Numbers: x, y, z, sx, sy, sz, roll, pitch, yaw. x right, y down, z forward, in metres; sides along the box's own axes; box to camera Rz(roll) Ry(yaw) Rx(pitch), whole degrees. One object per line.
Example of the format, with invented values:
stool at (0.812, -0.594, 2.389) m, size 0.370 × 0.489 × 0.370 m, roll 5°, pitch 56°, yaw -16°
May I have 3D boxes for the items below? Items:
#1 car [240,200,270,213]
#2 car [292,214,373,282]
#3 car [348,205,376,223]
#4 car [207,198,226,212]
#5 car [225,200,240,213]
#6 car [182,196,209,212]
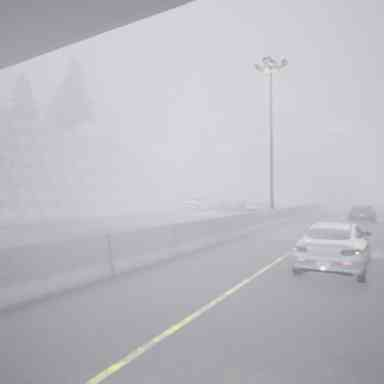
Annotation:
car at (7.461, 1.779, 37.472) m, size 1.882 × 1.535 × 5.008 m, roll -1°, pitch -1°, yaw 30°
car at (4.281, 1.592, 10.015) m, size 1.812 × 1.442 × 4.674 m, roll -1°, pitch -1°, yaw 29°
car at (13.897, 1.725, 27.132) m, size 1.994 × 1.385 × 4.181 m, roll -1°, pitch -1°, yaw 29°
car at (4.455, 1.897, 46.317) m, size 2.128 × 1.511 × 4.902 m, roll -1°, pitch -1°, yaw 30°
car at (6.428, 1.863, 42.725) m, size 1.837 × 1.490 × 4.892 m, roll -1°, pitch -1°, yaw 30°
car at (0.790, 1.658, 46.968) m, size 2.150 × 2.045 × 5.566 m, roll -1°, pitch -1°, yaw 30°
